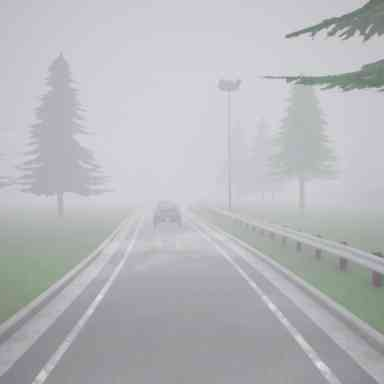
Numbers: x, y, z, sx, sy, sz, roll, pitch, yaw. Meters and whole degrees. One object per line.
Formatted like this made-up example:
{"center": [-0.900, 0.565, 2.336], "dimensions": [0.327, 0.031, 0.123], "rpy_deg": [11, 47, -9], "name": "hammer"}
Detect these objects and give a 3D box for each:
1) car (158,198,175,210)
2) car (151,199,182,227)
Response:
{"center": [-3.329, 1.540, 43.605], "dimensions": [1.994, 1.385, 4.181], "rpy_deg": [0, 0, -2], "name": "car"}
{"center": [-1.745, 1.479, 22.941], "dimensions": [2.128, 1.511, 4.902], "rpy_deg": [0, 0, -6], "name": "car"}
